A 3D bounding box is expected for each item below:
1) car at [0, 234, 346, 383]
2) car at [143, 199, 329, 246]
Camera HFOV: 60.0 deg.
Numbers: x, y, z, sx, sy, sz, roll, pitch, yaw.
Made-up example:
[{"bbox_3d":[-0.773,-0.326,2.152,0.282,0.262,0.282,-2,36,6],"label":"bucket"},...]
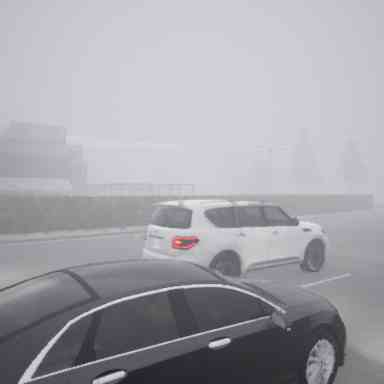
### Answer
[{"bbox_3d":[-0.307,1.505,3.526,4.892,1.490,1.837,0,0,-35],"label":"car"},{"bbox_3d":[1.373,1.221,9.019,5.566,2.045,2.150,0,0,-35],"label":"car"}]
